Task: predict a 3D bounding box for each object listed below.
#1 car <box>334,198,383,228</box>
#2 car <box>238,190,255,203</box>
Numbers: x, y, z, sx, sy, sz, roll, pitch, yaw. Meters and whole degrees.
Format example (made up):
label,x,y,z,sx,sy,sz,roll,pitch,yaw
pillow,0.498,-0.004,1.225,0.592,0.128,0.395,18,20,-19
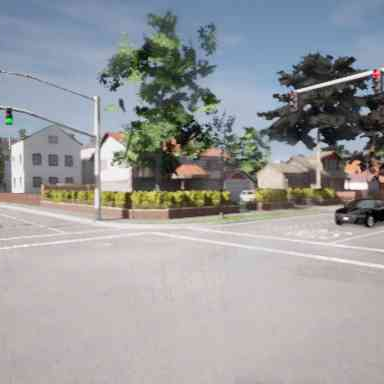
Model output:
label,x,y,z,sx,sy,sz,roll,pitch,yaw
car,10.153,1.114,19.406,5.008,1.535,1.882,-1,1,-40
car,7.320,0.561,38.911,1.970,1.475,3.806,-1,1,-39
